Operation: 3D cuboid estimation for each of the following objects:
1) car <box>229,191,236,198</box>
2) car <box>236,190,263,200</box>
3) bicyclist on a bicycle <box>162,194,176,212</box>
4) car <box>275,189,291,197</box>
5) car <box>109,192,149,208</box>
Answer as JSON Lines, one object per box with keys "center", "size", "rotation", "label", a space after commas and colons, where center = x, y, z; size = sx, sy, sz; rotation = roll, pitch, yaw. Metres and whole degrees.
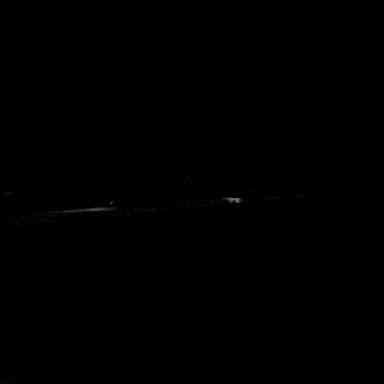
{"center": [8.303, 0.287, 56.564], "size": [2.033, 1.411, 5.357], "rotation": [2, 2, 36], "label": "car"}
{"center": [9.322, 0.361, 51.770], "size": [1.882, 1.535, 5.008], "rotation": [2, 2, 35], "label": "car"}
{"center": [-2.034, 0.968, 29.082], "size": [1.656, 1.620, 0.582], "rotation": [0, 1, 35], "label": "bicyclist on a bicycle"}
{"center": [17.228, 0.136, 62.892], "size": [1.837, 1.490, 4.892], "rotation": [2, 2, 36], "label": "car"}
{"center": [-6.708, 0.798, 35.612], "size": [2.128, 1.511, 4.902], "rotation": [2, 2, 35], "label": "car"}
